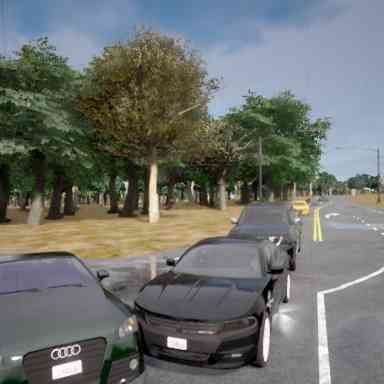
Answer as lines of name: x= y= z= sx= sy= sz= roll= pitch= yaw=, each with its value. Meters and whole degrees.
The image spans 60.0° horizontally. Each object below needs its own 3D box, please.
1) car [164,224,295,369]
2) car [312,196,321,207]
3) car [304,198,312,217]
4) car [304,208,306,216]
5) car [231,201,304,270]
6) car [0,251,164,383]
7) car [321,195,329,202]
car: x=0.725 y=1.614 z=6.295 sx=1.882 sy=1.535 sz=5.008 roll=-1 pitch=-2 yaw=21
car: x=20.008 y=1.752 z=55.771 sx=1.812 sy=1.442 sz=4.674 roll=-1 pitch=0 yaw=27
car: x=11.140 y=1.689 z=34.658 sx=1.882 sy=1.535 sz=5.008 roll=-1 pitch=-1 yaw=21
car: x=5.054 y=1.775 z=18.346 sx=1.895 sy=1.301 sz=4.718 roll=-1 pitch=0 yaw=21
car: x=2.836 y=1.460 z=12.438 sx=2.150 sy=2.045 sz=5.566 roll=-2 pitch=0 yaw=20
car: x=-2.319 y=1.643 z=4.992 sx=1.994 sy=1.385 sz=4.181 roll=1 pitch=-2 yaw=-33
car: x=31.102 y=1.474 z=78.376 sx=2.097 sy=1.767 sz=4.553 roll=-1 pitch=0 yaw=22
